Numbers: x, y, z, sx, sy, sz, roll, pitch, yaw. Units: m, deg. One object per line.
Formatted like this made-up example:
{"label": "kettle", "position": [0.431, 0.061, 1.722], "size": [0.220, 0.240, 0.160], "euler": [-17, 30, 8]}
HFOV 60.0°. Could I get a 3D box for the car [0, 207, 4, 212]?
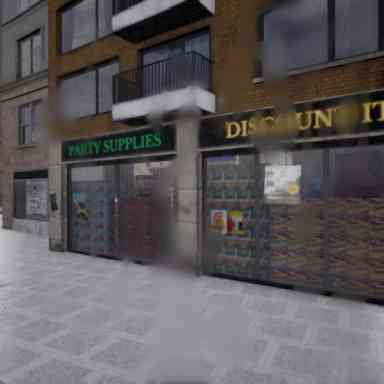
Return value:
{"label": "car", "position": [-15.990, 1.363, 32.419], "size": [1.752, 1.417, 4.829], "euler": [0, 1, 36]}
